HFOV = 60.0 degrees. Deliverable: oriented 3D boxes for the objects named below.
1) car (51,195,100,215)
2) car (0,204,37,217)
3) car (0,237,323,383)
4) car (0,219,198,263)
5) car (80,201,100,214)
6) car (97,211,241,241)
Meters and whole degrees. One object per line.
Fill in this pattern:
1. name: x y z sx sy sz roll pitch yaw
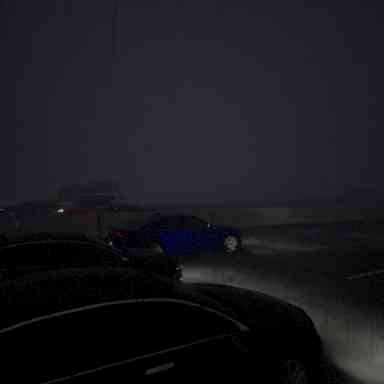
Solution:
1. car: -7.680 1.313 23.949 4.553 1.767 2.097 0 0 -33
2. car: -13.672 1.424 28.402 5.008 1.535 1.882 0 0 -33
3. car: -0.768 1.499 3.103 4.892 1.490 1.837 0 0 -35
4. car: -2.461 1.493 6.187 4.892 1.490 1.837 0 0 -35
5. car: -4.816 1.515 21.685 5.357 1.411 2.033 0 0 -33
6. car: -0.476 1.463 11.734 5.008 1.535 1.882 0 0 -33
